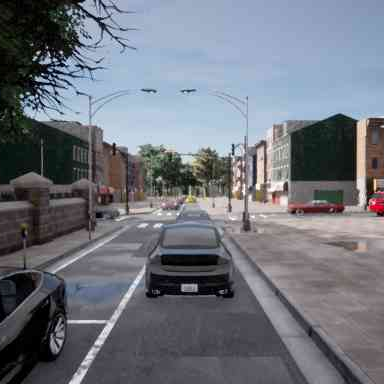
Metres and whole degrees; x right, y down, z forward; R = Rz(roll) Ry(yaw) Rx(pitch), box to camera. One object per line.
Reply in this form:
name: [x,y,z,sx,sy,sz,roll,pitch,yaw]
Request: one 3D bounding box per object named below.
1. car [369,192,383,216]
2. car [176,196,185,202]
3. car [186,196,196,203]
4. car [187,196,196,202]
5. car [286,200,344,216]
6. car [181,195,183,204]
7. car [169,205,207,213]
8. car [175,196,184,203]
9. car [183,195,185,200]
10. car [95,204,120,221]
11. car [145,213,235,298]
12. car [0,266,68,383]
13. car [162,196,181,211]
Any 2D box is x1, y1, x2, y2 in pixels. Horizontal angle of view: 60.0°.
car: [17.336,0.990,26.855,5.566,2.045,2.150,-1,1,0]
car: [-2.746,1.692,79.558,1.947,1.339,4.313,-1,0,0]
car: [-0.079,1.584,71.670,1.882,1.535,5.008,0,0,0]
car: [-0.103,1.673,82.105,2.033,1.411,5.357,0,0,0]
car: [10.920,1.429,29.802,4.718,1.301,1.895,-1,1,0]
car: [-2.706,1.488,46.949,1.967,1.590,4.097,-1,0,0]
car: [0.079,1.552,15.936,2.033,1.411,5.357,0,0,0]
car: [-2.739,1.657,74.123,1.887,1.381,4.507,-1,0,0]
car: [-2.726,1.629,63.253,1.887,1.381,4.507,-1,0,0]
car: [-8.399,1.624,27.201,4.902,1.511,2.128,-1,1,-6]
car: [-0.033,1.505,8.491,1.837,1.490,4.892,0,0,0]
car: [-2.648,1.565,3.195,1.947,1.339,4.313,-1,0,0]
car: [-2.699,1.478,41.515,1.967,1.590,4.097,-1,0,0]
